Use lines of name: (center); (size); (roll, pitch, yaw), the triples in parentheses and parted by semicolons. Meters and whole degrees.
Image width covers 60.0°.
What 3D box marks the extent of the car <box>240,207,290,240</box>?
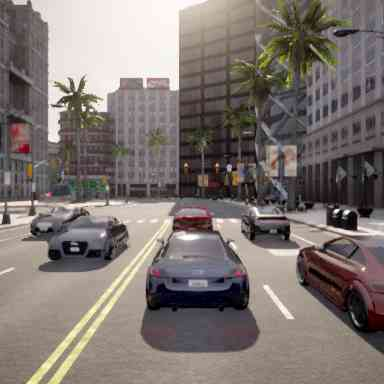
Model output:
car: (3.587, 1.485, 16.821); (2.128, 1.511, 4.902); (0, 0, 2)

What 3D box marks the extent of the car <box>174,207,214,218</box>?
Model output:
car: (0.090, 1.471, 16.799); (1.882, 1.535, 5.008); (0, 0, 2)

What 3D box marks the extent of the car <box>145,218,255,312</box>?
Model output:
car: (0.089, 1.559, 7.813); (1.994, 1.385, 4.181); (0, 0, -1)

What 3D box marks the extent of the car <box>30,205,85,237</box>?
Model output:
car: (-7.012, 1.486, 18.203); (2.128, 1.511, 4.902); (0, 0, 0)

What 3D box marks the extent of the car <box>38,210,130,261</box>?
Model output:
car: (-3.565, 1.560, 12.141); (1.994, 1.385, 4.181); (0, 0, 0)

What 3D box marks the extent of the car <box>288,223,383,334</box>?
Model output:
car: (3.596, 1.561, 6.762); (1.994, 1.385, 4.181); (0, 0, 0)
